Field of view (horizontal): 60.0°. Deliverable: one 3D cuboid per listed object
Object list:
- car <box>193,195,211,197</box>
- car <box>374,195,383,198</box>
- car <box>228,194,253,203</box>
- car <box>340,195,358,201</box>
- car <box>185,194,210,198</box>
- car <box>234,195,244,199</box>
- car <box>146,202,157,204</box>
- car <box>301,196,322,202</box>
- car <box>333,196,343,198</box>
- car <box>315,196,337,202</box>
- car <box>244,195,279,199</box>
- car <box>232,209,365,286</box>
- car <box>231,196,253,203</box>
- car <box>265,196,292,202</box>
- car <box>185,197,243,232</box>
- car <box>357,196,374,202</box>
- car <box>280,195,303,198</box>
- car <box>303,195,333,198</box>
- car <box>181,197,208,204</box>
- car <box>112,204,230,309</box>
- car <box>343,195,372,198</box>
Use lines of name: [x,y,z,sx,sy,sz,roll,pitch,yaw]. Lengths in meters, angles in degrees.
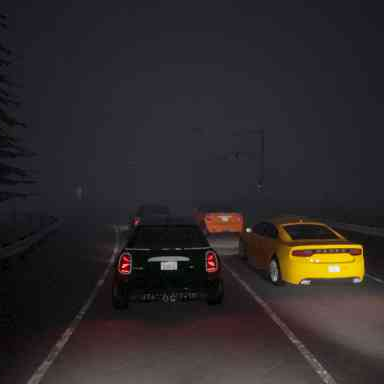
car: [3.079,1.601,56.915,4.718,1.301,1.895,0,0,-19]
car: [44.058,1.525,77.729,4.902,1.511,2.128,0,0,-33]
car: [9.734,1.352,66.526,4.553,1.767,2.097,0,0,-18]
car: [39.056,1.546,82.760,4.181,1.385,1.994,0,0,-33]
car: [1.340,1.505,60.018,4.892,1.490,1.837,0,0,-19]
car: [10.790,1.352,63.220,4.553,1.767,2.097,0,0,-19]
car: [-2.110,1.352,16.928,2.097,1.767,4.553,0,0,-12]
car: [27.464,1.553,76.371,4.181,1.385,1.994,0,0,-21]
car: [31.532,1.524,70.498,4.674,1.442,1.812,0,0,-21]
car: [29.603,1.524,73.486,4.674,1.442,1.812,0,0,-21]
car: [12.507,1.491,60.121,4.902,1.511,2.128,0,0,-19]
car: [2.730,1.478,9.482,1.882,1.535,5.008,0,0,-6]
car: [10.567,1.553,70.461,4.181,1.385,1.994,0,0,-19]
car: [19.064,1.540,73.362,5.357,1.411,2.033,0,0,-19]
car: [1.204,1.352,18.368,2.097,1.767,4.553,0,0,-12]
car: [42.090,1.595,80.601,4.718,1.301,1.895,0,0,-37]
car: [20.632,1.352,66.501,4.553,1.767,2.097,0,0,-19]
car: [24.170,1.564,64.027,4.181,1.385,1.994,0,0,-18]
car: [0.518,1.601,63.430,4.718,1.301,1.895,0,0,-19]
car: [-0.630,1.352,8.121,2.097,1.767,4.553,0,0,-6]
car: [33.942,1.525,67.743,4.902,1.511,2.128,0,0,-21]
